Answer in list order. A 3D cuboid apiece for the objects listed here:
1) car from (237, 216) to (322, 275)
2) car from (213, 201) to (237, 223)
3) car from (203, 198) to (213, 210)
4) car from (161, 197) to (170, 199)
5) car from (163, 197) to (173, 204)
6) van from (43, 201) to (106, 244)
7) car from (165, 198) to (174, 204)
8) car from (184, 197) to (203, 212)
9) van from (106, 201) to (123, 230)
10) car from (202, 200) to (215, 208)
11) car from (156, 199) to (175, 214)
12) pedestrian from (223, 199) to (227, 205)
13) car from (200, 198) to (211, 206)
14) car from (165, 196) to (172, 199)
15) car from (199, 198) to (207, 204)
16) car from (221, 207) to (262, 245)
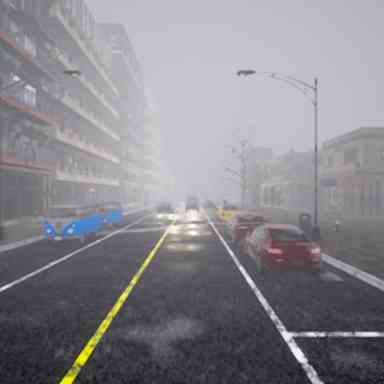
[{"bbox_3d":[2.689,1.658,10.493,1.802,1.307,4.206,0,0,0],"label":"car"},{"bbox_3d":[3.005,1.659,27.390,1.801,1.575,5.366,0,0,0],"label":"car"},{"bbox_3d":[2.697,1.968,50.369,1.802,1.307,4.206,0,0,0],"label":"car"},{"bbox_3d":[-5.682,2.064,61.767,1.802,1.307,4.206,0,0,0],"label":"car"},{"bbox_3d":[-5.679,2.074,78.858,1.967,1.590,4.097,0,-1,0],"label":"car"},{"bbox_3d":[-5.691,1.458,16.197,1.690,1.788,3.998,0,0,0],"label":"van"},{"bbox_3d":[-5.677,2.237,84.554,2.008,1.369,4.403,0,-1,0],"label":"car"},{"bbox_3d":[0.041,1.823,43.911,2.128,1.511,4.902,0,-1,1],"label":"car"},{"bbox_3d":[-5.690,1.501,21.893,1.690,1.788,3.998,0,0,0],"label":"van"},{"bbox_3d":[2.698,2.000,56.066,1.947,1.339,4.313,0,0,0],"label":"car"},{"bbox_3d":[-3.083,1.859,39.329,1.994,1.385,4.181,0,0,0],"label":"car"},{"bbox_3d":[3.006,1.519,30.380,0.375,1.860,0.375,0,0,0],"label":"pedestrian"},{"bbox_3d":[2.699,1.973,67.459,1.967,1.590,4.097,0,-1,0],"label":"car"},{"bbox_3d":[-5.681,1.898,73.162,2.192,1.841,5.009,0,-1,0],"label":"car"},{"bbox_3d":[2.703,2.238,84.548,2.008,1.369,4.403,0,-1,0],"label":"car"},{"bbox_3d":[2.690,1.663,16.191,1.887,1.381,4.507,0,0,0],"label":"car"}]
